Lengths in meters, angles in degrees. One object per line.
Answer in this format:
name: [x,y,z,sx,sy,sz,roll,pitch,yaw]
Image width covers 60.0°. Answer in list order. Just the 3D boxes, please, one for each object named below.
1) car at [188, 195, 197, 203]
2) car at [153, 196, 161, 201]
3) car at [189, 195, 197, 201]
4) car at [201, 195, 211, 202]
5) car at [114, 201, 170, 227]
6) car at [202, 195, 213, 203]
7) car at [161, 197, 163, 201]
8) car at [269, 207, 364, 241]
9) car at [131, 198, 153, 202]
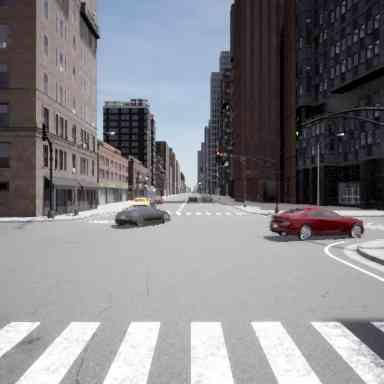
car: [0.129,1.485,70.970,1.882,1.535,5.008,0,0,0]
car: [-6.490,1.574,51.446,1.994,1.385,4.181,0,0,1]
car: [0.148,1.453,81.389,1.882,1.535,5.008,0,0,0]
car: [3.398,1.500,81.384,2.128,1.511,4.902,0,0,0]
car: [-3.314,1.568,22.779,1.994,1.385,4.181,0,0,32]
car: [3.379,1.532,70.964,2.128,1.511,4.902,0,0,0]
car: [-6.450,1.488,61.867,1.882,1.535,5.008,0,0,0]
car: [6.302,1.517,16.755,5.008,1.535,1.882,1,0,-20]
car: [-6.521,1.486,42.196,1.882,1.535,5.008,0,0,0]
